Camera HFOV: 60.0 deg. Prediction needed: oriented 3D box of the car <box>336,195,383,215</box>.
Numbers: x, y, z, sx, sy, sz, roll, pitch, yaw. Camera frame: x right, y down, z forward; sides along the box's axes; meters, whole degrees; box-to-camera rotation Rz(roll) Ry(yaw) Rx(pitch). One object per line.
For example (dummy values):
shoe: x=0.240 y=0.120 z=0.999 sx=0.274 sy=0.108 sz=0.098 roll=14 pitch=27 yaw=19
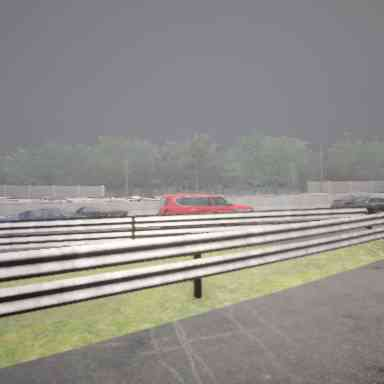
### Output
car: x=13.826 y=1.085 z=25.206 sx=4.892 sy=1.490 sz=1.837 roll=-1 pitch=0 yaw=-15

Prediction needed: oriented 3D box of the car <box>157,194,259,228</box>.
car: x=0.807 y=1.096 z=18.107 sx=5.566 sy=2.045 sz=2.150 roll=-1 pitch=0 yaw=-15

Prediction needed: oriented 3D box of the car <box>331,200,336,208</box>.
car: x=14.568 y=1.044 z=29.026 sx=4.902 sy=1.511 sz=2.128 roll=-1 pitch=0 yaw=-15

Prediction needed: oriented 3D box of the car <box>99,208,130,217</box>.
car: x=-6.748 y=1.621 z=23.334 sx=4.718 sy=1.301 sz=1.895 roll=-1 pitch=0 yaw=-15

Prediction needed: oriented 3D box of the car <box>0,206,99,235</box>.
car: x=-8.338 y=1.620 z=19.287 sx=5.357 sy=1.411 sz=2.033 roll=-1 pitch=0 yaw=-15
